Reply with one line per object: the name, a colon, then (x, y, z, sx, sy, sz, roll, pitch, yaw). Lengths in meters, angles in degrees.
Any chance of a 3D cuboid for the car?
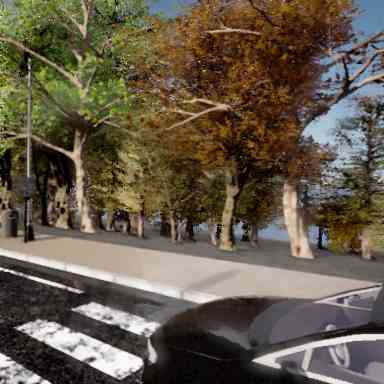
car: (1.751, 1.492, 2.436, 4.902, 1.511, 2.128, 1, 0, 35)
